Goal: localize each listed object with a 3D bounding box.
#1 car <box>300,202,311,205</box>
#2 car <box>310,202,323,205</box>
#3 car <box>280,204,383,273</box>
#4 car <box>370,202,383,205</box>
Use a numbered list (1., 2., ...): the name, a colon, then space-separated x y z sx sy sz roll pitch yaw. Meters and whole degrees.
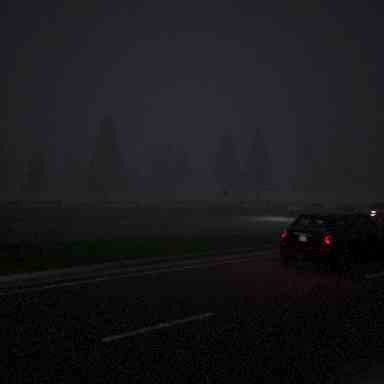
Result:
1. car: 11.431 1.715 32.251 5.008 1.535 1.882 1 0 -26
2. car: 13.428 1.788 29.323 5.357 1.411 2.033 1 0 -26
3. car: 5.126 1.443 11.185 4.553 1.767 2.097 1 0 -33
4. car: 14.712 1.589 26.069 4.553 1.767 2.097 1 0 -25
